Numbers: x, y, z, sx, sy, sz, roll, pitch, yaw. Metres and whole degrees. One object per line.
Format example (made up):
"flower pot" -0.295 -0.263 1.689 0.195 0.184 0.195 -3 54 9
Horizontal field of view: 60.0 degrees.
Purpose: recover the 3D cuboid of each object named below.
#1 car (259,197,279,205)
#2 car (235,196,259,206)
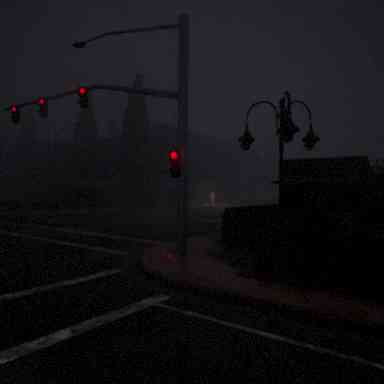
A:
"car" 11.582 1.404 46.340 1.895 1.301 4.718 1 0 38
"car" 7.969 1.254 47.375 2.128 1.511 4.902 1 0 37
